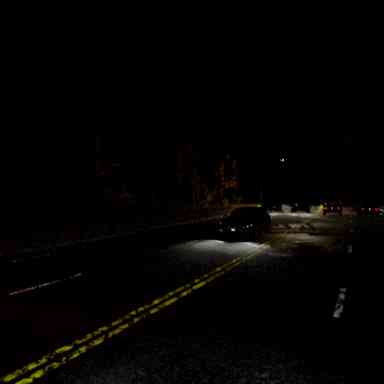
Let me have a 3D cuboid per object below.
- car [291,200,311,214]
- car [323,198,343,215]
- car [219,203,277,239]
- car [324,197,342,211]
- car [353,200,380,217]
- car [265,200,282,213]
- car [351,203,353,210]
[{"bbox_3d":[12.586,1.671,38.481,1.812,1.442,4.674,0,0,24],"label":"car"},{"bbox_3d":[14.992,1.697,35.445,2.033,1.411,5.357,0,0,24],"label":"car"},{"bbox_3d":[2.995,1.565,17.854,1.837,1.490,4.892,0,-1,26],"label":"car"},{"bbox_3d":[19.152,1.550,45.191,2.097,1.767,4.553,0,0,23],"label":"car"},{"bbox_3d":[17.744,1.704,33.577,2.033,1.411,5.357,0,0,24],"label":"car"},{"bbox_3d":[9.510,1.660,39.562,1.812,1.442,4.674,0,0,24],"label":"car"},{"bbox_3d":[21.967,1.756,43.382,2.033,1.411,5.357,0,0,23],"label":"car"}]
